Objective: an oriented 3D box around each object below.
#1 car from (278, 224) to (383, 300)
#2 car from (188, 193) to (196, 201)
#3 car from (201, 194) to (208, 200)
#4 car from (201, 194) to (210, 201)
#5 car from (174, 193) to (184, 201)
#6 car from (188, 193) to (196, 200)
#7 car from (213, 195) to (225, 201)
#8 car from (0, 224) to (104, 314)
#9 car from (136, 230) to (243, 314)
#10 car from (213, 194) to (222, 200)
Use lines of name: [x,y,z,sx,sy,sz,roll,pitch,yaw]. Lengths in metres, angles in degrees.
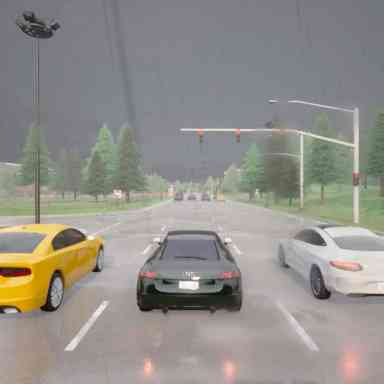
car: [3.518,1.526,8.283,1.812,1.442,4.674,0,0,1]
car: [-0.003,1.347,82.055,2.097,1.767,4.553,0,0,0]
car: [3.496,1.332,92.088,1.837,1.490,4.892,0,0,0]
car: [3.497,1.544,82.085,1.994,1.385,4.181,0,0,0]
car: [-3.503,1.587,82.115,1.895,1.301,4.718,0,0,0]
car: [-0.004,1.187,92.058,2.097,1.767,4.553,0,0,0]
car: [6.997,1.469,81.668,1.882,1.535,5.008,0,0,0]
car: [-3.488,1.478,7.738,1.882,1.535,5.008,0,0,0]
car: [0.001,1.564,7.709,1.994,1.385,4.181,0,0,2]
car: [6.996,1.384,92.088,1.994,1.385,4.181,0,0,0]
